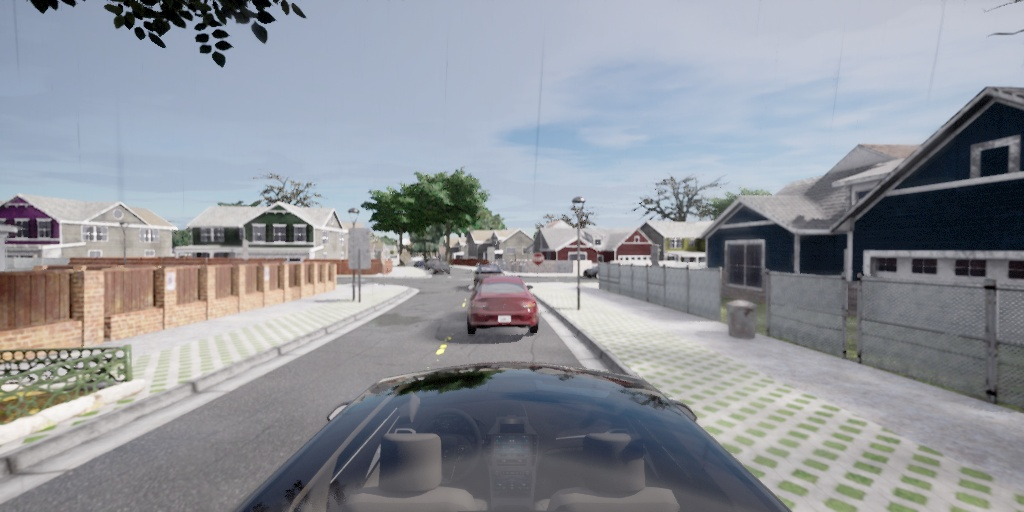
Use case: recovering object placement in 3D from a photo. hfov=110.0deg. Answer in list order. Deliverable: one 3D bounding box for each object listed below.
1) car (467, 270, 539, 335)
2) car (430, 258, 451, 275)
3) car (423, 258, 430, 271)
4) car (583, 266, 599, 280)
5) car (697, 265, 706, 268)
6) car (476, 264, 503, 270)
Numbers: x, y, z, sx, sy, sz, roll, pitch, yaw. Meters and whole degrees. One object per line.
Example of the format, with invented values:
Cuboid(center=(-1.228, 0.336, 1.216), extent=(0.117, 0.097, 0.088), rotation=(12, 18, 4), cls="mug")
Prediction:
Cuboid(center=(-0.312, 1.293, 10.554), extent=(1.812, 1.442, 4.674), rotation=(0, 0, -3), cls="car")
Cuboid(center=(-8.328, 1.368, 42.197), extent=(1.837, 1.490, 4.892), rotation=(0, 0, -15), cls="car")
Cuboid(center=(-11.996, 1.406, 54.357), extent=(1.837, 1.490, 4.892), rotation=(0, 0, -19), cls="car")
Cuboid(center=(9.148, 1.429, 34.201), extent=(4.892, 1.490, 1.837), rotation=(1, 1, -16), cls="car")
Cuboid(center=(20.421, 1.601, 37.752), extent=(4.181, 1.385, 1.994), rotation=(1, 1, -19), cls="car")
Cuboid(center=(-1.547, 1.289, 23.236), extent=(2.128, 1.511, 4.902), rotation=(0, 0, -8), cls="car")
